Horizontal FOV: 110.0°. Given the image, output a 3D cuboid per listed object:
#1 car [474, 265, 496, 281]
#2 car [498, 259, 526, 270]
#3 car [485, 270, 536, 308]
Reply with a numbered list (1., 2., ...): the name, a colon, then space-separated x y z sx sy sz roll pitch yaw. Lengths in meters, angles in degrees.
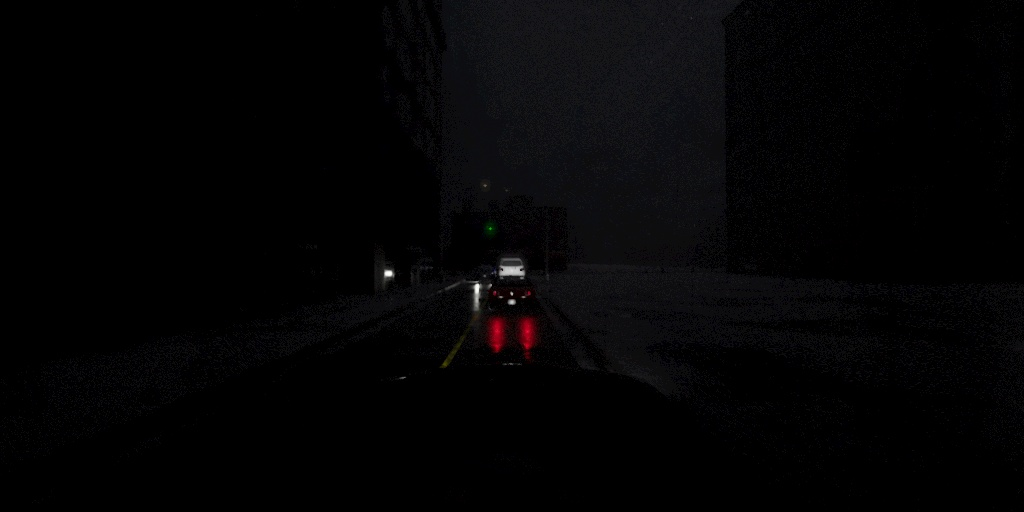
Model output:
1. car: -2.504 1.613 35.213 1.812 1.442 4.674 0 -1 0
2. car: 0.000 1.258 30.879 2.150 2.045 5.566 0 0 0
3. car: 0.002 1.489 15.962 1.895 1.301 4.718 0 -1 0
